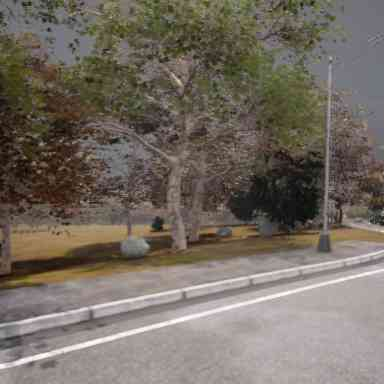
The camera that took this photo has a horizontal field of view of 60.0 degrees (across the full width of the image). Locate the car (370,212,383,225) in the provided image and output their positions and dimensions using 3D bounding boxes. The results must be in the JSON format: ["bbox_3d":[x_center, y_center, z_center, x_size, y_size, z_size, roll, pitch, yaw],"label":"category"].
[{"bbox_3d":[22.906,3.100,39.450,4.553,1.767,2.097,4,-2,-42],"label":"car"}]
